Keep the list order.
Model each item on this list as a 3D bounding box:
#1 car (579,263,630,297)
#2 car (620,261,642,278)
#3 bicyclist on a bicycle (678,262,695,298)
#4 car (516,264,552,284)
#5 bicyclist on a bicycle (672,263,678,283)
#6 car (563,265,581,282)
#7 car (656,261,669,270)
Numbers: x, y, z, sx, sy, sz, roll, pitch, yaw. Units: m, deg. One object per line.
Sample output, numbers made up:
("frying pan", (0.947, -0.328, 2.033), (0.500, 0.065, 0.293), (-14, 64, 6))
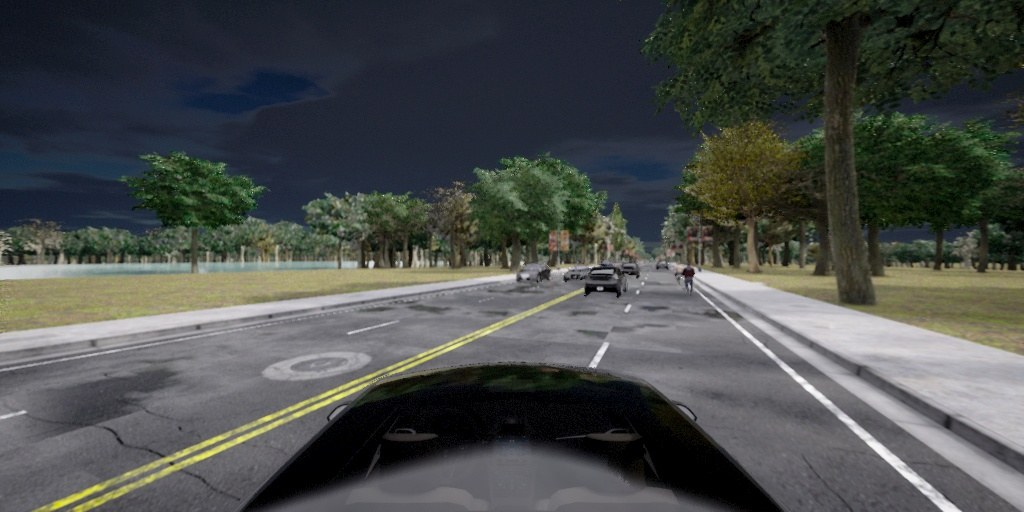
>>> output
("car", (5.239, 1.353, 19.819), (1.837, 1.490, 4.892), (0, 0, 22))
("car", (12.081, 1.437, 36.547), (1.837, 1.490, 4.892), (0, 0, 22))
("bicyclist on a bicycle", (8.892, 1.201, 18.067), (0.659, 1.776, 1.843), (0, 0, 22))
("car", (1.866, 1.401, 29.262), (2.128, 1.511, 4.902), (0, 0, 22))
("bicyclist on a bicycle", (12.407, 1.310, 26.707), (0.866, 1.612, 1.509), (0, 0, 23))
("car", (5.677, 1.470, 29.996), (1.994, 1.385, 4.181), (0, 0, 22))
("car", (25.201, 1.593, 60.028), (1.812, 1.442, 4.674), (0, -1, 23))
